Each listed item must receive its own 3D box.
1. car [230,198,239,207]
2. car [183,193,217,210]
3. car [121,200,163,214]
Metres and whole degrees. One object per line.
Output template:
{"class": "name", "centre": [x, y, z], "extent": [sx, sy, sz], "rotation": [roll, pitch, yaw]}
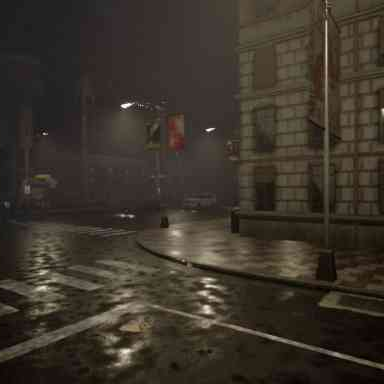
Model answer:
{"class": "car", "centre": [7.922, 1.478, 51.655], "extent": [5.008, 1.535, 1.882], "rotation": [0, 0, -43]}
{"class": "car", "centre": [1.092, 1.222, 43.890], "extent": [2.150, 2.045, 5.566], "rotation": [0, 0, 37]}
{"class": "car", "centre": [-5.027, 1.547, 35.640], "extent": [2.033, 1.411, 5.357], "rotation": [0, 0, 36]}
